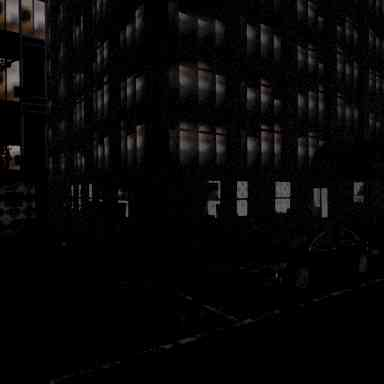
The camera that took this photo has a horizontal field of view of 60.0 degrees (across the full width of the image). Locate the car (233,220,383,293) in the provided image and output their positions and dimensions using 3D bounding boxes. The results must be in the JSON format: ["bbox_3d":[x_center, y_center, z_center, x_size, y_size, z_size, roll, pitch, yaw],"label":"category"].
[{"bbox_3d":[3.023,1.549,8.719,4.403,1.369,2.008,0,-1,-35],"label":"car"}]
